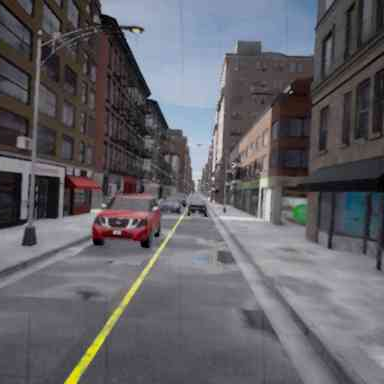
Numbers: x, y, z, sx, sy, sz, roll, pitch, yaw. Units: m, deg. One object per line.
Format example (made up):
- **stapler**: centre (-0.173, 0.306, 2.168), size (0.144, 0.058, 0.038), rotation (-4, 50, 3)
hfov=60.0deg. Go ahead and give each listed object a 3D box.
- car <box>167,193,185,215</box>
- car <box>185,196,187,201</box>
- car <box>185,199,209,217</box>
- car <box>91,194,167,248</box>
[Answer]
- **car**: centre (-2.181, 1.308, 34.281), size (2.097, 1.767, 4.553), rotation (3, 0, 1)
- **car**: centre (-1.900, 1.218, 48.166), size (2.150, 2.045, 5.566), rotation (3, 0, 1)
- **car**: centre (0.567, 1.606, 33.559), size (1.837, 1.490, 4.892), rotation (3, 0, 1)
- **car**: centre (-2.608, 1.118, 14.655), size (2.150, 2.045, 5.566), rotation (3, 0, 1)
